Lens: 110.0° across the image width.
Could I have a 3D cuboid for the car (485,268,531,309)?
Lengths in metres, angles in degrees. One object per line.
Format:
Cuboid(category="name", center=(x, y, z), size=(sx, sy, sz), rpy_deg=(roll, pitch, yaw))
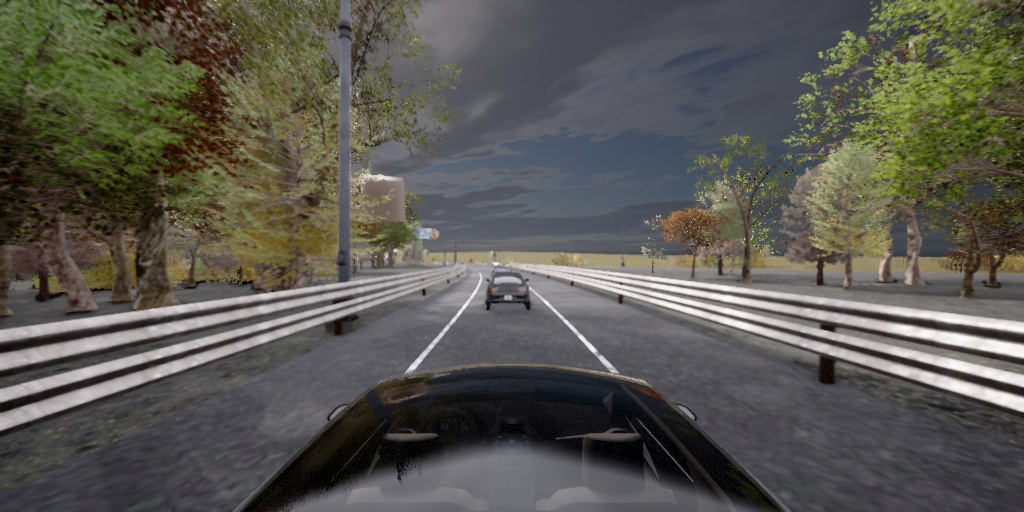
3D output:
Cuboid(category="car", center=(-0.198, 1.420, 15.817), size=(1.812, 1.442, 4.674), rpy_deg=(0, 0, -1))
